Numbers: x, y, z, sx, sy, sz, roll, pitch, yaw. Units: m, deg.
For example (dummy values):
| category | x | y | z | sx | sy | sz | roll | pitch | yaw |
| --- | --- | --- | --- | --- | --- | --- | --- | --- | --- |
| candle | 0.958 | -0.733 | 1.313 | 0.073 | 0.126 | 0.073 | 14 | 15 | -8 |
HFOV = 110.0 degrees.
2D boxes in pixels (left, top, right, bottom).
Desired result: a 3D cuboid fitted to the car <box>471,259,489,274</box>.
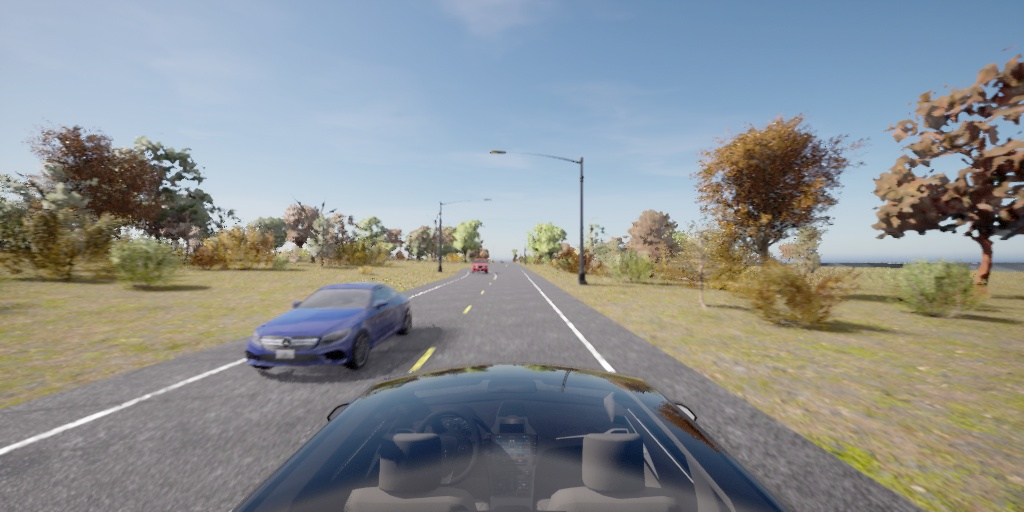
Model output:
| category | x | y | z | sx | sy | sz | roll | pitch | yaw |
| --- | --- | --- | --- | --- | --- | --- | --- | --- | --- |
| car | -4.347 | 1.382 | 48.957 | 2.150 | 2.045 | 5.566 | 0 | -1 | -5 |

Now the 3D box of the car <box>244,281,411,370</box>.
| category | x | y | z | sx | sy | sz | roll | pitch | yaw |
| --- | --- | --- | --- | --- | --- | --- | --- | --- | --- |
| car | -3.599 | 1.327 | 8.021 | 1.812 | 1.442 | 4.674 | 0 | 0 | 0 |
